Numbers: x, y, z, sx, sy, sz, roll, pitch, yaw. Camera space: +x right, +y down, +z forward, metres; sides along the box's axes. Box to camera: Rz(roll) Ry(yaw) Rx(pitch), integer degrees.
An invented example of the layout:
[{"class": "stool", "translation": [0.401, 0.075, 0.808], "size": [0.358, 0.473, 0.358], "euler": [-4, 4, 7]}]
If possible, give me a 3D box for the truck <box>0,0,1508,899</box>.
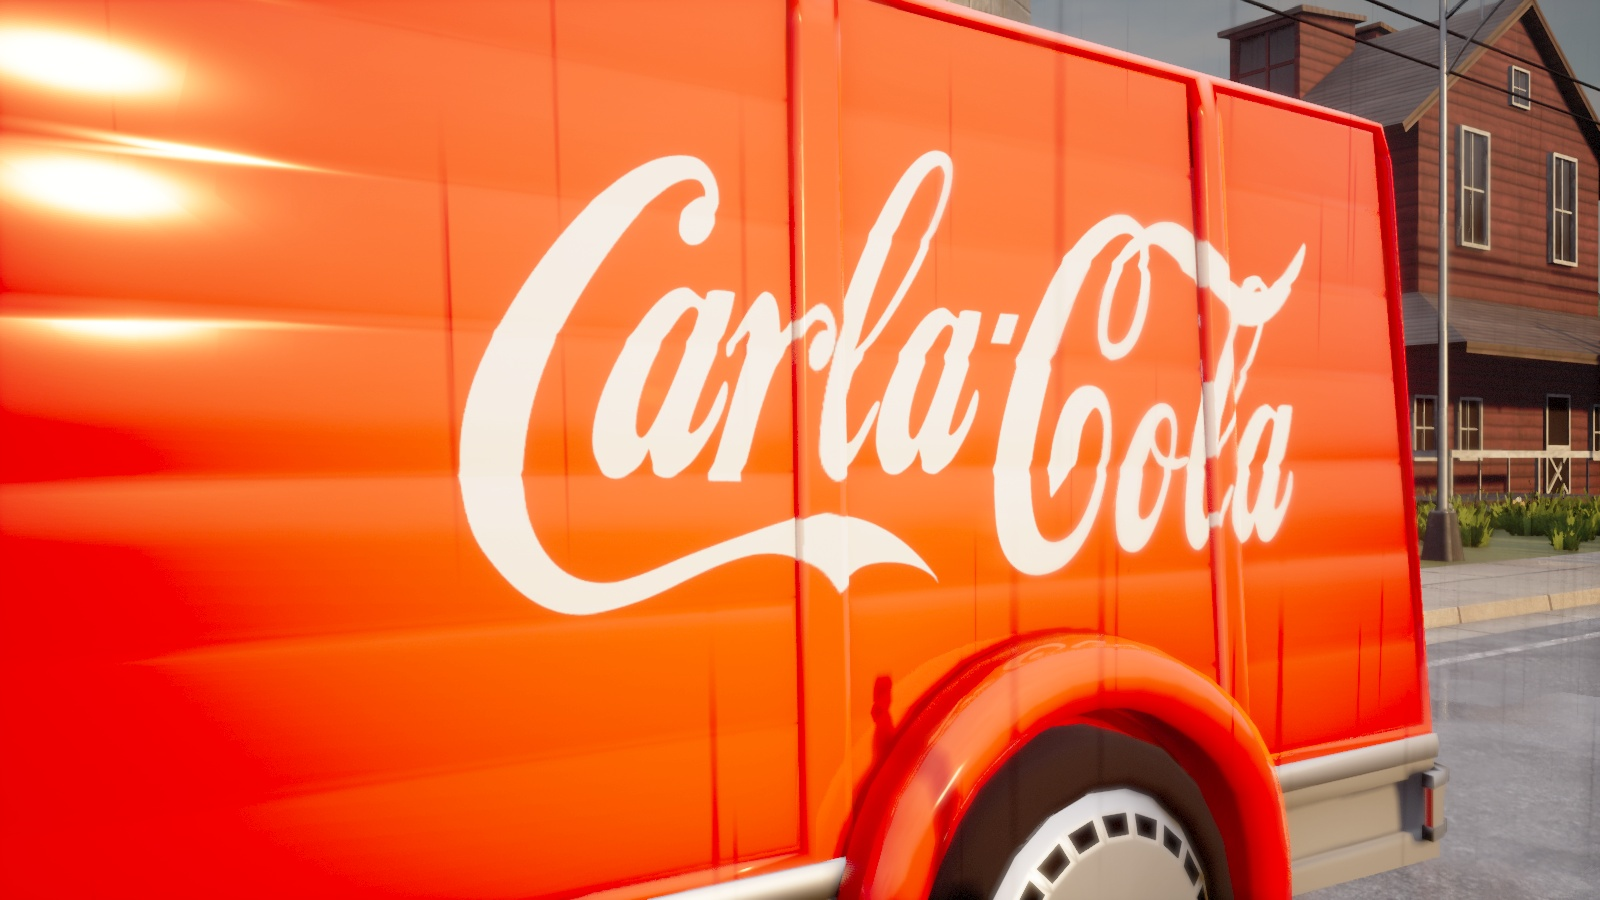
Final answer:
[{"class": "truck", "translation": [-1.075, 0.265, 2.875], "size": [5.204, 2.467, 2.627], "euler": [0, 0, -34]}]
